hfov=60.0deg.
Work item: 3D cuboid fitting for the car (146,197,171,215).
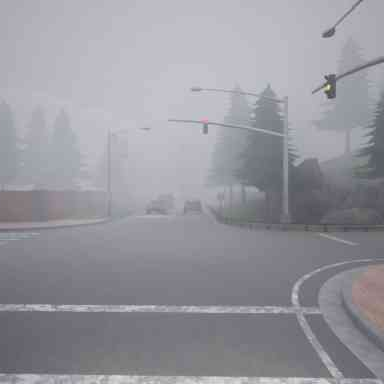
[{"bbox_3d":[-3.624,1.547,34.861,2.033,1.411,5.357,0,0,0],"label":"car"}]

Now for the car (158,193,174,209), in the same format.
[{"bbox_3d":[-3.625,1.221,45.274,2.150,2.045,5.566,0,0,0],"label":"car"}]

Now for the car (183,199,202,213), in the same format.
[{"bbox_3d":[0.058,1.491,36.913,2.128,1.511,4.902,0,0,0],"label":"car"}]
